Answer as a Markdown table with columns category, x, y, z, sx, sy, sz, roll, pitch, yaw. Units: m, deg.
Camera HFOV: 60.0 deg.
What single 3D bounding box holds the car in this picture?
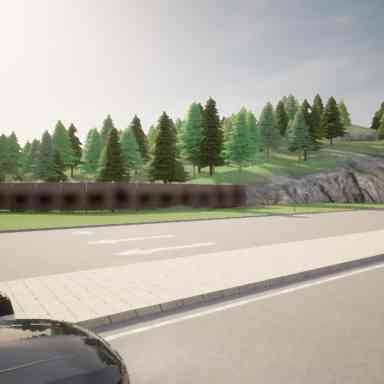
| category | x | y | z | sx | sy | sz | roll | pitch | yaw |
| --- | --- | --- | --- | --- | --- | --- | --- | --- | --- |
| car | -2.715 | 1.506 | 1.821 | 4.892 | 1.490 | 1.837 | 0 | 0 | -35 |
